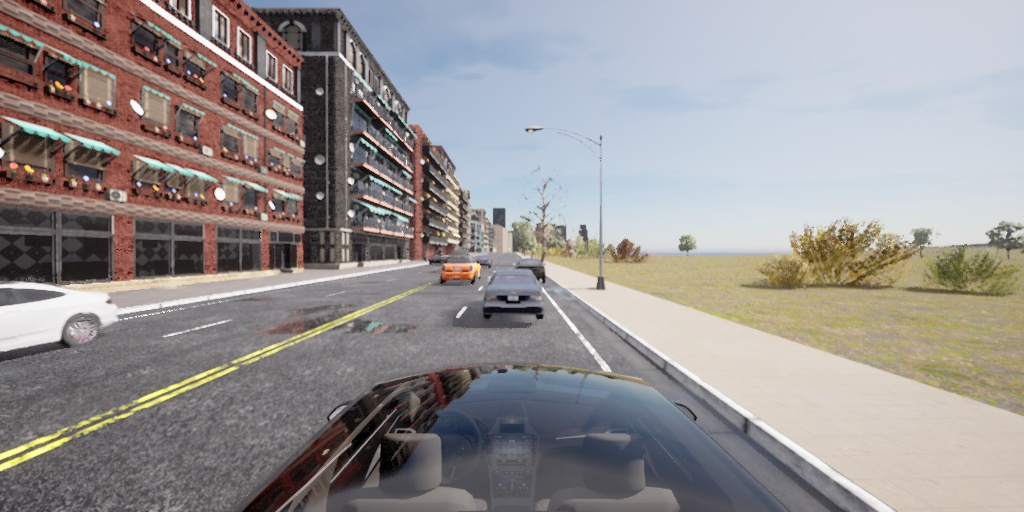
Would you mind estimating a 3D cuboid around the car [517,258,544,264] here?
[{"bbox_3d":[1.094,0.875,23.199,1.882,1.535,5.008,0,1,0],"label":"car"}]

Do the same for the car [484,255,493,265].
[{"bbox_3d":[-3.231,0.635,41.924,2.033,1.411,5.357,0,1,0],"label":"car"}]

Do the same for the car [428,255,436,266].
[{"bbox_3d":[-9.937,0.581,48.420,1.895,1.301,4.718,0,1,0],"label":"car"}]

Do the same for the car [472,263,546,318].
[{"bbox_3d":[0.075,1.129,12.042,2.033,1.411,5.357,0,1,1],"label":"car"}]

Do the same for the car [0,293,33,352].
[{"bbox_3d":[-6.600,1.242,1.666,2.128,1.511,4.902,0,1,0],"label":"car"}]

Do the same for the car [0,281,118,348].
[{"bbox_3d":[-9.860,1.203,6.201,1.812,1.442,4.674,0,1,0],"label":"car"}]

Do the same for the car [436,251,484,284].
[{"bbox_3d":[-3.194,0.751,23.042,2.097,1.767,4.553,0,1,0],"label":"car"}]
